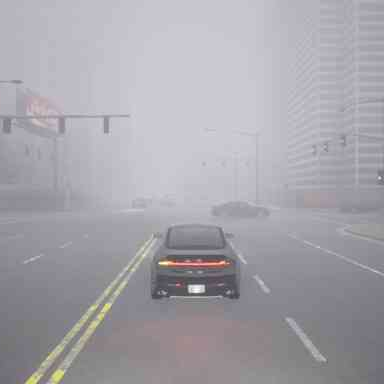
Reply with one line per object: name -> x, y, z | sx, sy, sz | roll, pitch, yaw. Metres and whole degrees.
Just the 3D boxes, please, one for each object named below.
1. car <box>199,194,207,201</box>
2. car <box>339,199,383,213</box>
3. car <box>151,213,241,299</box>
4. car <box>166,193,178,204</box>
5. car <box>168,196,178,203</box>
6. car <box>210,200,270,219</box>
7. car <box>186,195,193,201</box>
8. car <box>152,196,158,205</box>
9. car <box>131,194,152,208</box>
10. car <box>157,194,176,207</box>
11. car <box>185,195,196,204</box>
car -> 2.897, 1.355, 88.700 | 2.097, 1.767, 4.553 | 0, 0, 0
car -> 18.438, 1.478, 35.660 | 5.008, 1.535, 1.882 | 0, 0, -1
car -> 0.054, 1.505, 8.443 | 1.837, 1.490, 4.892 | 0, 0, -1
car -> -3.977, 1.221, 61.278 | 2.150, 2.045, 5.566 | 0, 0, 0
car -> -3.983, 1.595, 71.324 | 1.895, 1.301, 4.718 | 0, 0, 0
car -> 4.070, 1.477, 28.287 | 5.008, 1.535, 1.882 | 0, 0, -1
car -> -0.602, 1.524, 88.664 | 1.812, 1.442, 4.674 | 0, 0, 0
car -> -7.466, 1.601, 56.985 | 1.895, 1.301, 4.718 | 0, 0, 0
car -> -7.424, 1.491, 47.721 | 2.128, 1.511, 4.902 | 0, 0, 0
car -> -3.927, 1.526, 51.699 | 1.812, 1.442, 4.674 | 0, 0, 0
car -> -0.315, 1.601, 61.769 | 1.895, 1.301, 4.718 | 0, 0, 0
